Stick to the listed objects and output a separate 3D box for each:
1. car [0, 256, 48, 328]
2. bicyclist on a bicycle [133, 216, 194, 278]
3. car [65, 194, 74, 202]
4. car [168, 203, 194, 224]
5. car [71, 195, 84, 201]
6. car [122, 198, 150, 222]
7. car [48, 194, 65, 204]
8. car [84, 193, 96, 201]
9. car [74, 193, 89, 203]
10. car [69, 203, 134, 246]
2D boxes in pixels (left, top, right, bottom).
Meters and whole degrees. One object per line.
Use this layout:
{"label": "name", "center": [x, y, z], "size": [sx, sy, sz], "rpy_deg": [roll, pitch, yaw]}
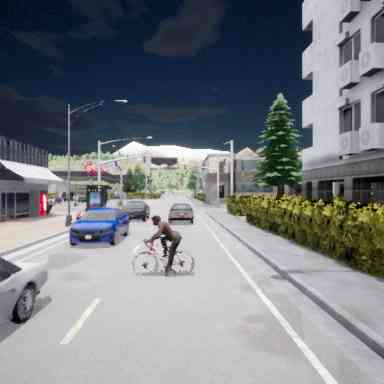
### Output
{"label": "car", "center": [-3.724, 1.601, 4.405], "size": [1.895, 1.301, 4.718], "rpy_deg": [0, 0, -2]}
{"label": "bicyclist on a bicycle", "center": [-0.777, 1.449, 8.855], "size": [1.656, 1.620, 0.582], "rpy_deg": [-2, 0, -2]}
{"label": "car", "center": [-28.747, 1.286, 76.177], "size": [1.932, 1.855, 4.605], "rpy_deg": [0, 0, -2]}
{"label": "car", "center": [-0.803, 1.546, 25.009], "size": [2.033, 1.411, 5.357], "rpy_deg": [0, 0, -2]}
{"label": "car", "center": [-29.128, 1.549, 84.648], "size": [1.970, 1.475, 3.806], "rpy_deg": [0, 0, -2]}
{"label": "car", "center": [-4.470, 1.477, 26.728], "size": [1.882, 1.535, 5.008], "rpy_deg": [0, 0, -2]}
{"label": "car", "center": [-24.780, 1.422, 59.264], "size": [1.970, 1.475, 3.806], "rpy_deg": [0, 0, -2]}
{"label": "car", "center": [-25.782, 1.265, 84.172], "size": [1.905, 1.878, 3.866], "rpy_deg": [0, 0, -2]}
{"label": "car", "center": [-21.406, 1.487, 66.456], "size": [2.007, 1.523, 4.514], "rpy_deg": [0, 0, -2]}
{"label": "car", "center": [-4.135, 1.477, 15.448], "size": [1.882, 1.535, 5.008], "rpy_deg": [0, 0, -2]}
